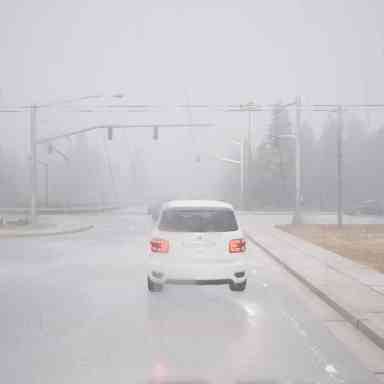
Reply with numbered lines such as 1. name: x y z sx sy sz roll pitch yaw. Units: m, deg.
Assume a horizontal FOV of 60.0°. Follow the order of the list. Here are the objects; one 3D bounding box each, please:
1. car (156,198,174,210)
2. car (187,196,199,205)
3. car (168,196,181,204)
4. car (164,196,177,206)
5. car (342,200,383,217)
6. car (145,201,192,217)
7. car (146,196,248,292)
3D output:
1. car: -3.594 1.547 44.945 2.033 1.411 5.357 0 0 0
2. car: 0.142 1.491 61.411 2.128 1.511 4.902 0 0 1
3. car: -3.435 1.492 65.397 2.128 1.511 4.902 0 0 1
4. car: -3.567 1.505 55.132 1.837 1.490 4.892 0 0 0
5. car: 16.220 1.532 30.474 4.892 1.490 1.837 0 0 1
6. car: -2.103 1.579 30.809 4.181 1.385 1.994 0 0 1
7. car: 0.066 1.218 9.092 2.150 2.045 5.566 0 0 -2
